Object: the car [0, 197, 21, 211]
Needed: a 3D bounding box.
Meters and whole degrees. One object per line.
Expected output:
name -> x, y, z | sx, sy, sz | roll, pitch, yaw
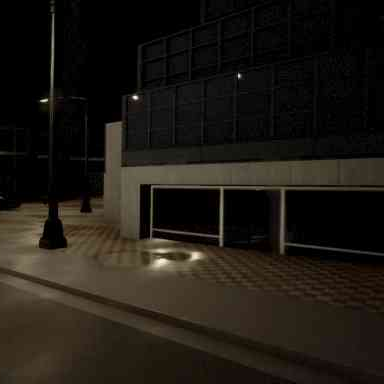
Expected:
car -> -18.734, 1.125, 31.027 | 1.895, 1.301, 4.718 | 1, 1, 36
